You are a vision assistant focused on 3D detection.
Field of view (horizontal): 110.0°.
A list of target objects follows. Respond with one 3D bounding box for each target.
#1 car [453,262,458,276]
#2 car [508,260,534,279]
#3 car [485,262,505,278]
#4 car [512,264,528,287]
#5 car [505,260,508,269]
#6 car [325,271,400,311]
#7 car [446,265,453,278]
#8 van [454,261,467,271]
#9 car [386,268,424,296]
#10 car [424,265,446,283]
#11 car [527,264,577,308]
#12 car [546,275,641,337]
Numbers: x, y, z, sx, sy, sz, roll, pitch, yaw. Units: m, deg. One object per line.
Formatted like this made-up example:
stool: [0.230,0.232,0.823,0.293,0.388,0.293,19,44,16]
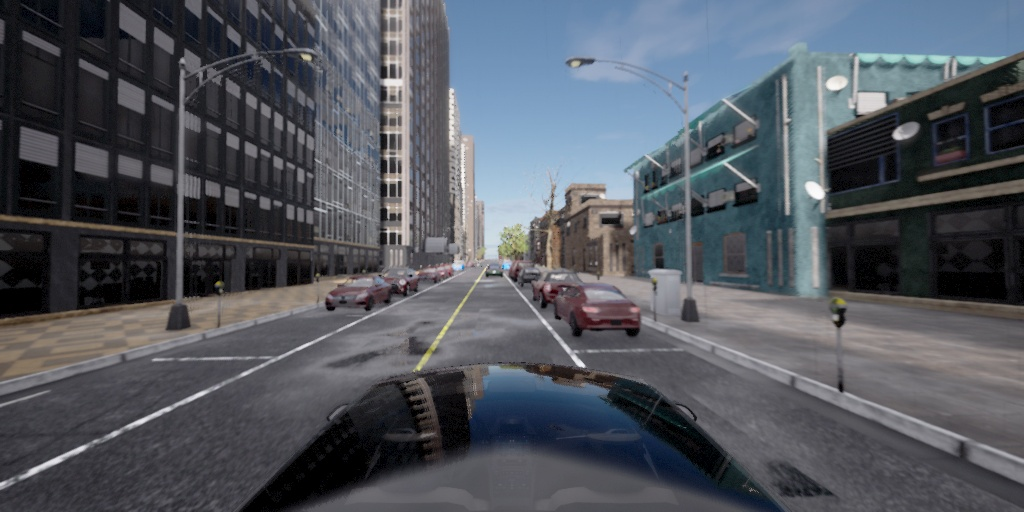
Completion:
car: [-7.946,1.732,43.082,1.888,1.381,4.507,0,0,-3]
car: [1.043,1.359,32.475,2.192,1.841,5.009,0,0,-3]
car: [-2.022,1.701,40.914,1.994,1.385,4.181,0,-1,-4]
car: [1.354,1.542,26.938,2.007,1.370,4.403,0,0,-3]
car: [0.733,1.411,38.015,2.192,1.841,5.009,0,0,-3]
car: [-6.393,1.503,15.394,1.802,1.307,4.207,0,0,-3]
car: [-7.635,1.718,37.545,1.802,1.307,4.207,0,0,-3]
van: [-8.877,1.673,59.696,1.690,1.789,3.998,0,0,-3]
car: [-6.703,1.416,20.931,1.967,1.591,4.097,0,0,-3]
car: [-7.325,1.666,32.005,1.802,1.307,4.207,0,0,-3]
car: [1.974,1.321,15.864,1.967,1.591,4.097,0,0,-3]
car: [2.285,1.407,10.324,1.802,1.307,4.207,0,0,-3]
